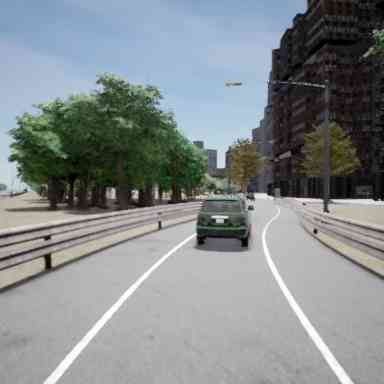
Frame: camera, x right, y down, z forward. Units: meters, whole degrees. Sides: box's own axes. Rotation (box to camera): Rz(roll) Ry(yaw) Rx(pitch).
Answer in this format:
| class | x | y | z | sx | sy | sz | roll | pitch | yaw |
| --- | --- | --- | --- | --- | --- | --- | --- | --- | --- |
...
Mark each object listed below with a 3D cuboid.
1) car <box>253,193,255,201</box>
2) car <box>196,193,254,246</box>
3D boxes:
| class | x | y | z | sx | sy | sz | roll | pitch | yaw |
| --- | --- | --- | --- | --- | --- | --- | --- | --- | --- |
| car | 14.256 | 1.186 | 83.340 | 2.150 | 2.045 | 5.566 | 0 | 0 | -2 |
| car | 1.621 | 1.228 | 15.539 | 2.150 | 2.045 | 5.566 | 0 | 0 | 12 |
